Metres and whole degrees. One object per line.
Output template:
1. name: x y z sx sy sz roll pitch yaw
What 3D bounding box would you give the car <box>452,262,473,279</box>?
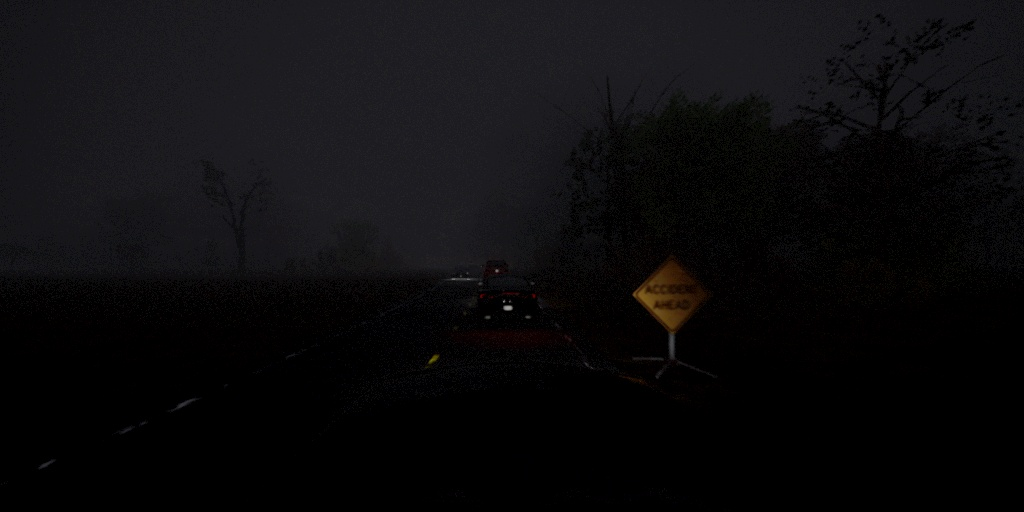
1. car: -5.688 1.746 40.126 2.033 1.411 5.357 0 -1 -7

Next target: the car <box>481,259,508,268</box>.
1. car: -1.459 1.312 31.263 2.150 2.045 5.566 0 -1 -6

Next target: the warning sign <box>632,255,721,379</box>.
1. warning sign: 2.621 0.909 5.888 1.300 1.860 1.060 0 0 -1

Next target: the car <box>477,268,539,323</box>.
1. car: -0.186 1.353 12.707 1.882 1.535 5.008 0 -1 -2
